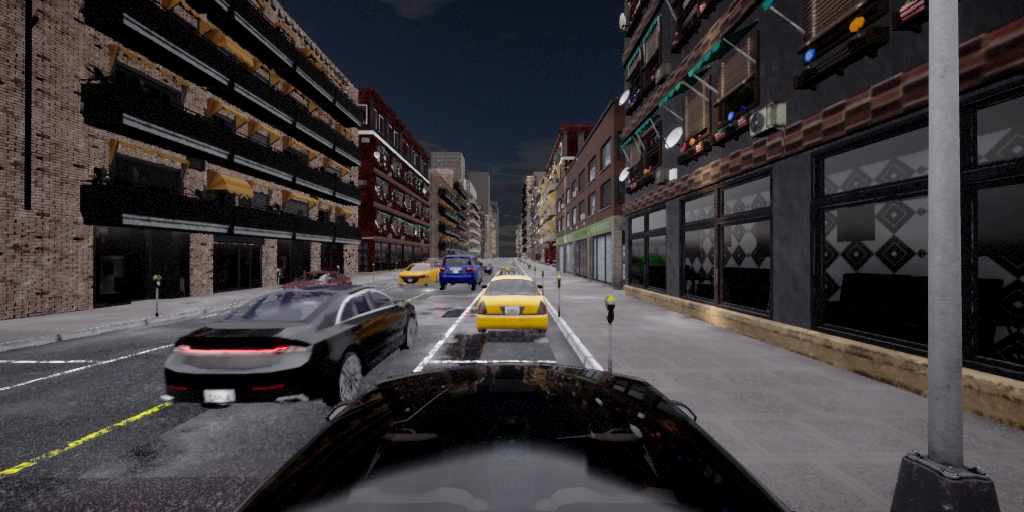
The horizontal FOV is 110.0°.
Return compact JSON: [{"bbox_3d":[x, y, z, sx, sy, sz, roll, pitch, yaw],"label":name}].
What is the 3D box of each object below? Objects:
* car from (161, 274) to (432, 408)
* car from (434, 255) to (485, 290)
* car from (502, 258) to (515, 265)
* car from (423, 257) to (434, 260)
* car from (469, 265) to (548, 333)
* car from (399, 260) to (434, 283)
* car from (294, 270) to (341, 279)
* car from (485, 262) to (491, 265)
[{"bbox_3d":[-3.049,1.242,6.166,2.128,1.511,4.902,0,0,0],"label":"car"},{"bbox_3d":[-3.147,0.972,22.778,2.150,2.045,5.566,0,0,0],"label":"car"},{"bbox_3d":[-0.456,1.275,39.173,1.751,1.417,4.829,0,0,0],"label":"car"},{"bbox_3d":[-8.837,1.064,39.007,2.192,1.841,5.009,0,0,0],"label":"car"},{"bbox_3d":[0.005,1.207,10.689,1.801,1.575,5.366,0,0,0],"label":"car"},{"bbox_3d":[-6.245,1.228,24.499,1.882,1.535,5.008,0,0,0],"label":"car"},{"bbox_3d":[-8.837,1.333,16.462,1.802,1.307,4.207,0,0,0],"label":"car"},{"bbox_3d":[-3.046,1.350,39.175,1.895,1.301,4.718,0,0,0],"label":"car"}]
